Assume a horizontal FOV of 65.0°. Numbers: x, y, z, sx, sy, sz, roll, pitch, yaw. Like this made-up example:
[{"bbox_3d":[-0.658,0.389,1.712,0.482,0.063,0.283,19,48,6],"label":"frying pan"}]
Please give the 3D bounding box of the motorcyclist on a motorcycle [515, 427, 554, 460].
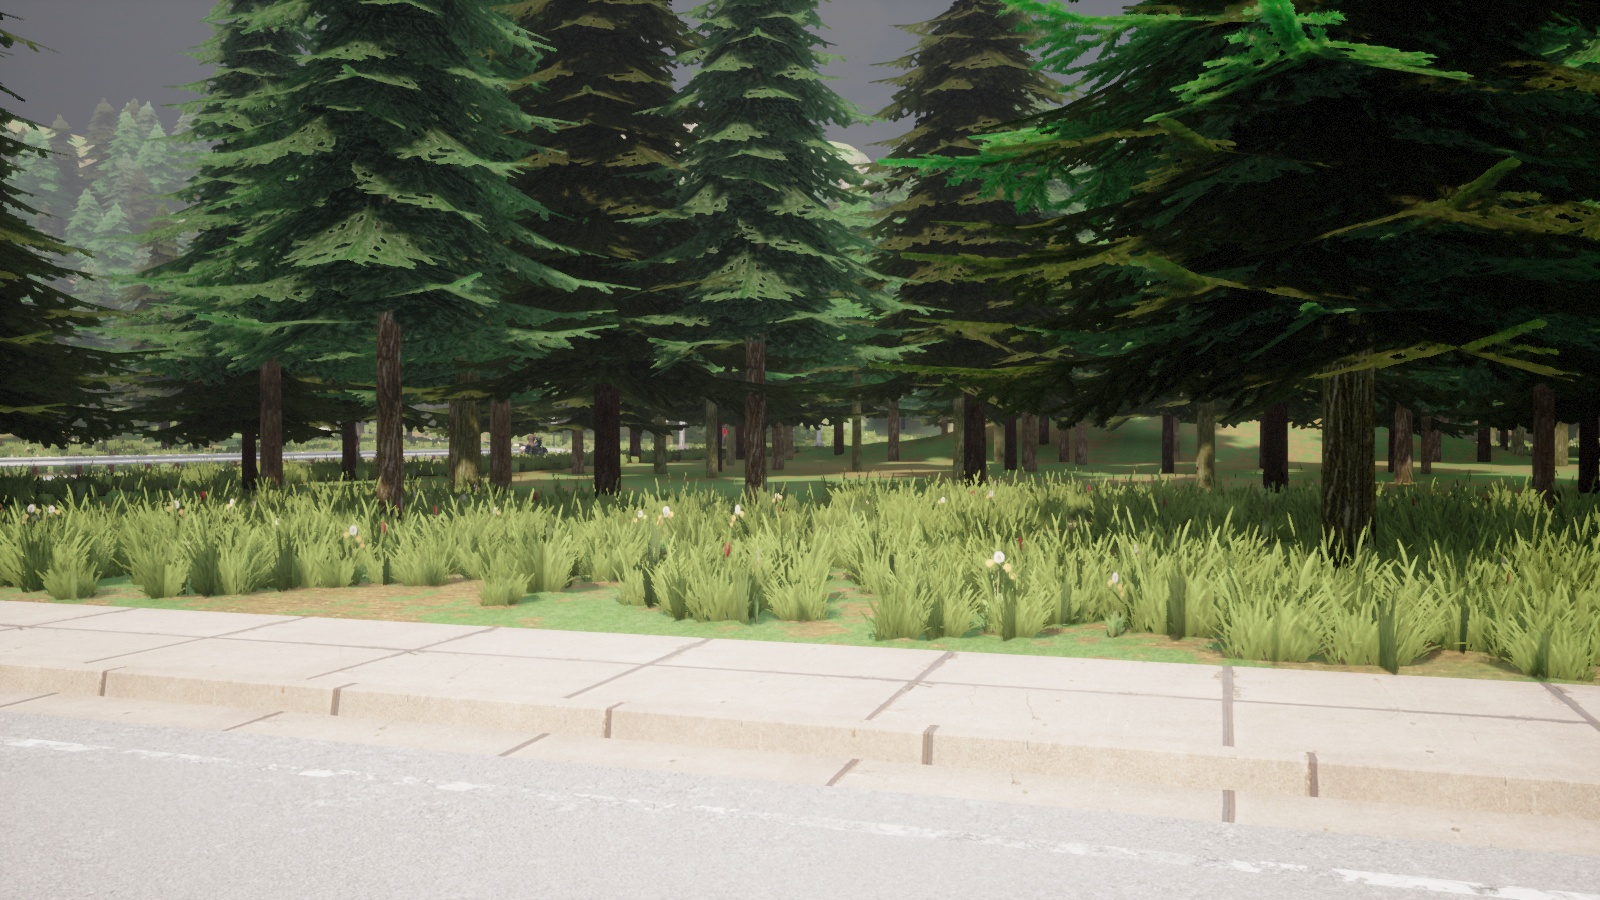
[{"bbox_3d":[-13.463,-0.321,63.744,0.766,1.649,2.350,1,1,20],"label":"motorcyclist on a motorcycle"}]
